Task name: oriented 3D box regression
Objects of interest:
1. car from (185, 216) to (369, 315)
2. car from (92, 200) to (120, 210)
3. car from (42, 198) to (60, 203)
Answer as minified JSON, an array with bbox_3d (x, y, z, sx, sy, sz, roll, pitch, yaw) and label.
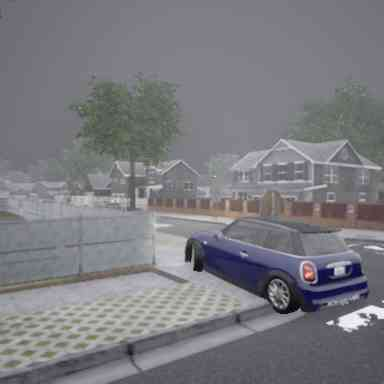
[{"bbox_3d":[1.673,1.363,8.047,2.097,1.767,4.553,1,3,-31],"label":"car"},{"bbox_3d":[-9.625,1.643,36.982,2.128,1.511,4.902,0,0,-36],"label":"car"},{"bbox_3d":[-19.588,1.656,46.182,2.128,1.511,4.902,0,0,-36],"label":"car"}]
